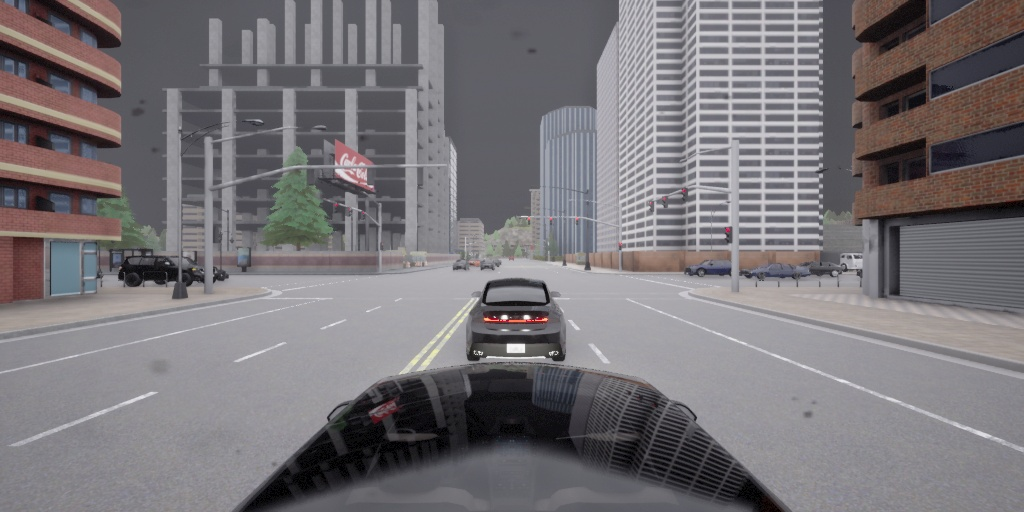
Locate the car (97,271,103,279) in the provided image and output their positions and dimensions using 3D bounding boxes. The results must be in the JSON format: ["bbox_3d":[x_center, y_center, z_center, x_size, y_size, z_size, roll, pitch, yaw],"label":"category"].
[{"bbox_3d":[-34.879,1.297,27.483,5.357,1.411,2.033,0,0,0],"label":"car"}]

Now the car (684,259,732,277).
[{"bbox_3d":[19.212,1.102,34.713,4.553,1.767,2.097,0,0,0],"label":"car"}]

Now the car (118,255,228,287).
[{"bbox_3d":[-22.815,0.972,23.988,5.566,2.045,2.150,0,0,0],"label":"car"}]

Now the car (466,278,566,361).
[{"bbox_3d":[0.093,1.255,8.247,1.837,1.490,4.892,0,0,1],"label":"car"}]

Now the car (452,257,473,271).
[{"bbox_3d":[-6.871,1.253,48.776,1.837,1.490,4.892,0,0,0],"label":"car"}]

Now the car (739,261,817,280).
[{"bbox_3d":[22.803,1.297,31.215,5.357,1.411,2.033,0,0,0],"label":"car"}]

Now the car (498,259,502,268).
[{"bbox_3d":[-3.277,1.101,62.633,2.097,1.767,4.553,0,0,1],"label":"car"}]

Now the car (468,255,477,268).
[{"bbox_3d":[-6.789,1.101,61.145,2.097,1.767,4.553,0,0,1],"label":"car"}]

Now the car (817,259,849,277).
[{"bbox_3d":[29.062,1.255,34.709,4.892,1.490,1.837,0,0,0],"label":"car"}]

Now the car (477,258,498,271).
[{"bbox_3d":[-3.363,1.255,50.309,1.837,1.490,4.892,0,0,0],"label":"car"}]

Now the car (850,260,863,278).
[{"bbox_3d":[32.715,1.314,31.206,4.181,1.385,1.994,0,0,0],"label":"car"}]
